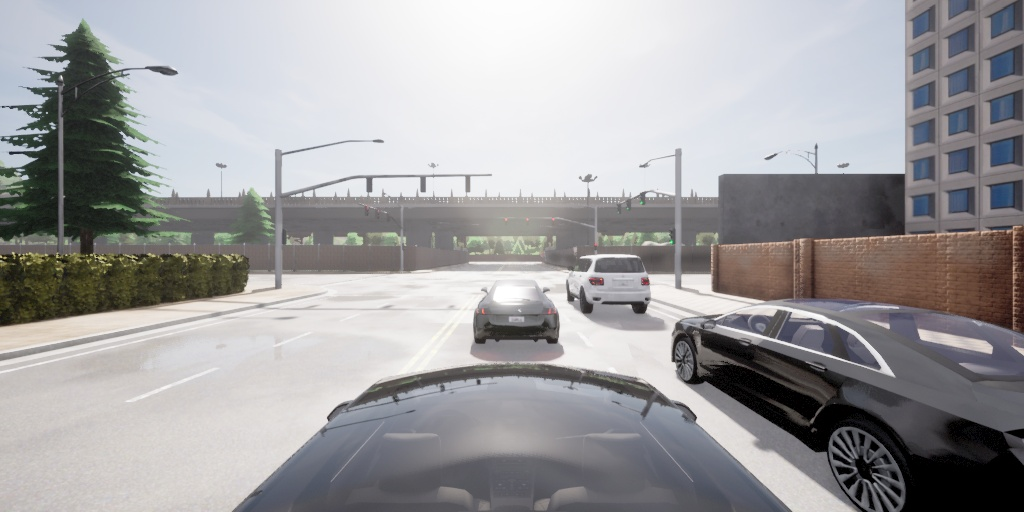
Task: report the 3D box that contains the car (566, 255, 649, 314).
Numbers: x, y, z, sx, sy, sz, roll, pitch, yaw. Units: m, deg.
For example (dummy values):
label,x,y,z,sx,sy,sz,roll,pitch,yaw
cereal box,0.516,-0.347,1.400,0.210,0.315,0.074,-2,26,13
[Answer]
label,x,y,z,sx,sy,sz,roll,pitch,yaw
car,3.493,0.971,13.955,2.150,2.045,5.566,0,0,0

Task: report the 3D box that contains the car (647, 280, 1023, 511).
label,x,y,z,sx,sy,sz,roll,pitch,yaw
car,3.596,1.242,4.150,2.128,1.511,4.902,0,0,0

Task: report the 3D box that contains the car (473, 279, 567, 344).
label,x,y,z,sx,sy,sz,roll,pitch,yaw
car,0.096,1.314,9.611,1.994,1.385,4.181,0,0,0
